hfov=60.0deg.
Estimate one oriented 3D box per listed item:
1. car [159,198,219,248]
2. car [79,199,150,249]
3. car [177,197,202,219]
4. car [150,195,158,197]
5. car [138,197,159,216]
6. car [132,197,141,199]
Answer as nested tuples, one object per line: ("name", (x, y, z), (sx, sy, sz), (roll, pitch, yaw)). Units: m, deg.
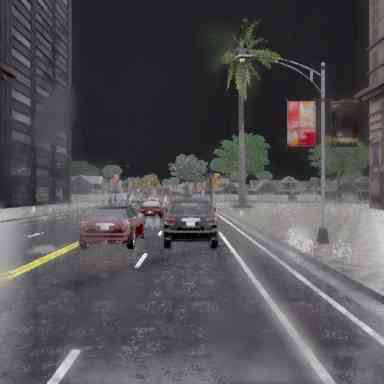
("car", (-0.063, 1.260, 14.795), (2.150, 2.045, 5.566), (0, 0, 0))
("car", (-3.313, 1.368, 14.708), (2.097, 1.767, 4.553), (0, 0, 0))
("car", (-0.250, 1.382, 29.775), (2.097, 1.767, 4.553), (0, 0, -1))
("car", (-7.770, 1.466, 67.224), (2.097, 1.767, 4.553), (0, 0, -2))
("car", (-3.500, 1.500, 29.751), (1.882, 1.535, 5.008), (0, 0, -1))
("car", (-11.014, 1.663, 66.995), (1.994, 1.385, 4.181), (0, 0, -2))
